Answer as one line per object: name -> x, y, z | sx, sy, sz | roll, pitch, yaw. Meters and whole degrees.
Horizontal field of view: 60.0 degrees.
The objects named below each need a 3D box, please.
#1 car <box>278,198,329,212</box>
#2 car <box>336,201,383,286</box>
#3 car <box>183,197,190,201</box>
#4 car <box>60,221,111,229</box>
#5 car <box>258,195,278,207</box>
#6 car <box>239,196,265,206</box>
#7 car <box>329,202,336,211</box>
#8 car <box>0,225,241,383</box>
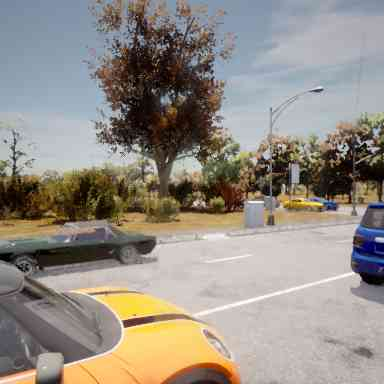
car -> 12.928, 1.476, 38.769 | 1.882, 1.535, 5.008 | 0, 0, -32
car -> 6.154, 1.221, 8.133 | 5.566, 2.045, 2.150 | 0, 0, -35
car -> -1.495, 1.428, 61.050 | 1.837, 1.490, 4.892 | 0, 0, -34
car -> -3.531, 1.601, 10.062 | 4.718, 1.301, 1.895 | 0, 0, -35
car -> 10.744, 1.341, 48.748 | 2.097, 1.767, 4.553 | 0, 0, -32
car -> 7.806, 1.590, 46.856 | 1.895, 1.301, 4.718 | 0, 0, -33
car -> 15.623, 1.476, 41.051 | 1.882, 1.535, 5.008 | 0, 0, -32
car -> -1.755, 1.352, 2.493 | 4.553, 1.767, 2.097 | 0, 0, -35
